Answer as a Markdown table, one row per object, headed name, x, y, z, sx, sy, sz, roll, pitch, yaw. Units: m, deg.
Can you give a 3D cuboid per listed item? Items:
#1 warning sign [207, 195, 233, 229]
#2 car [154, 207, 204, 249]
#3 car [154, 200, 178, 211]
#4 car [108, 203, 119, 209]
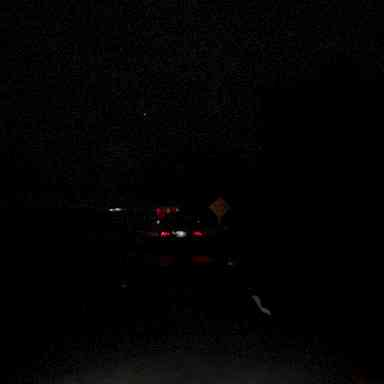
| name | x | y | z | sx | sy | sz | roll | pitch | yaw |
| --- | --- | --- | --- | --- | --- | --- | --- | --- | --- |
| warning sign | 1.675 | 1.208 | 20.046 | 1.300 | 1.860 | 1.060 | 3 | 3 | -6 |
| car | -0.576 | 1.618 | 14.788 | 2.033 | 1.411 | 5.357 | 0 | 0 | -4 |
| car | -2.294 | 1.600 | 29.806 | 2.097 | 1.767 | 4.553 | 0 | -1 | -9 |
| car | -17.446 | 3.071 | 73.654 | 1.895 | 1.301 | 4.718 | -1 | -1 | -21 |
